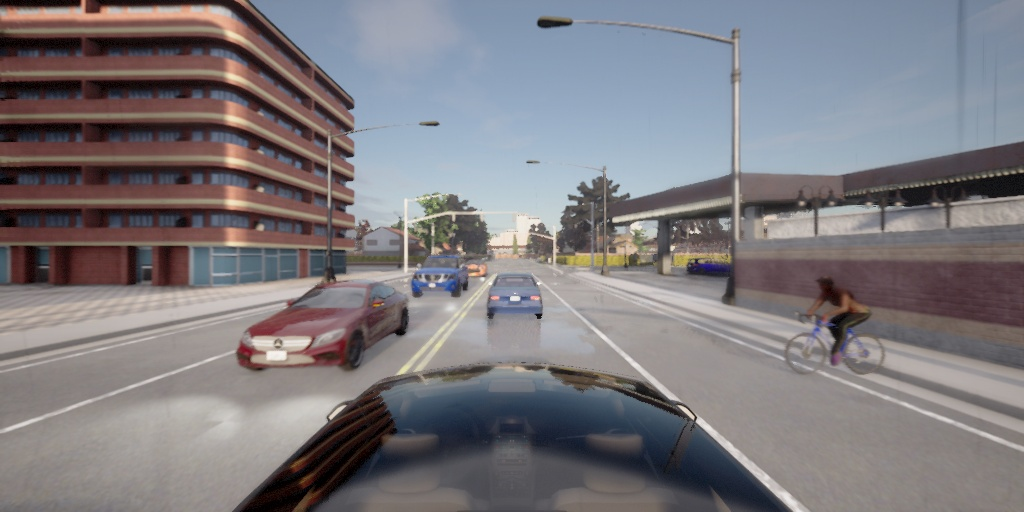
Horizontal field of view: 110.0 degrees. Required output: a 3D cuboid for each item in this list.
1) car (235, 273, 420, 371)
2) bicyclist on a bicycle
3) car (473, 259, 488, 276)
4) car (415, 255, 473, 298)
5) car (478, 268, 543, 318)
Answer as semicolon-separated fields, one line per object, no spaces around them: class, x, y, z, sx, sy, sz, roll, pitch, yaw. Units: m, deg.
car;-3.608;1.276;7.840;1.812;1.442;4.674;0;0;0
bicyclist on a bicycle;5.318;1.149;5.909;1.656;1.620;0.582;0;0;0
car;-3.527;1.097;35.079;2.097;1.767;4.553;0;0;0
car;-3.606;0.971;18.964;2.150;2.045;5.566;0;0;0
car;0.097;1.296;13.025;2.033;1.411;5.357;0;0;0
